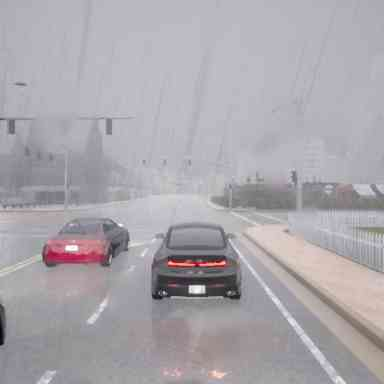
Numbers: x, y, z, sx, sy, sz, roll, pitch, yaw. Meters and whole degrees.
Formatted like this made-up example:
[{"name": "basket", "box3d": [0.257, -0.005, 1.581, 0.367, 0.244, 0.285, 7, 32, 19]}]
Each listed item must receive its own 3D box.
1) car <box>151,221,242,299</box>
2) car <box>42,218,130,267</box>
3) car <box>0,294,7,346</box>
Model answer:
[{"name": "car", "box3d": [0.087, 1.508, 8.413, 1.837, 1.490, 4.892, 0, 0, 0]}, {"name": "car", "box3d": [-3.418, 1.569, 11.452, 1.994, 1.385, 4.181, 0, 0, 0]}, {"name": "car", "box3d": [-3.408, 1.493, 2.543, 2.128, 1.511, 4.902, 0, 0, 0]}]
